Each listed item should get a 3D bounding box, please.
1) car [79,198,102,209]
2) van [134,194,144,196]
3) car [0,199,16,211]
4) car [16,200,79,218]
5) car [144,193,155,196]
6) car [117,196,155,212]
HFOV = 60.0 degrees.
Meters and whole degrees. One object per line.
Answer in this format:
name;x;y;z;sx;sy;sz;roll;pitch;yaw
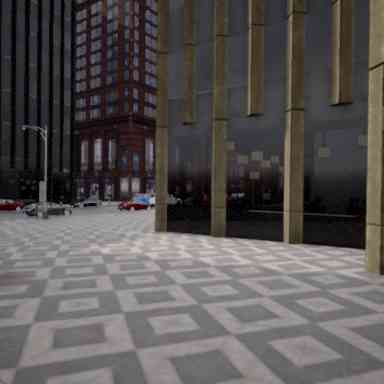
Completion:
car;-13.710;1.430;43.325;1.947;1.339;4.313;1;1;35
van;-7.580;1.190;51.974;1.690;1.788;3.998;1;1;35
car;-19.836;1.429;34.674;1.887;1.381;4.507;1;1;35
car;-12.839;1.564;29.806;2.008;1.369;4.403;1;1;35
car;-3.751;1.198;47.411;2.150;2.045;5.566;1;1;35
car;-6.598;1.538;38.617;1.887;1.381;4.507;1;1;35
